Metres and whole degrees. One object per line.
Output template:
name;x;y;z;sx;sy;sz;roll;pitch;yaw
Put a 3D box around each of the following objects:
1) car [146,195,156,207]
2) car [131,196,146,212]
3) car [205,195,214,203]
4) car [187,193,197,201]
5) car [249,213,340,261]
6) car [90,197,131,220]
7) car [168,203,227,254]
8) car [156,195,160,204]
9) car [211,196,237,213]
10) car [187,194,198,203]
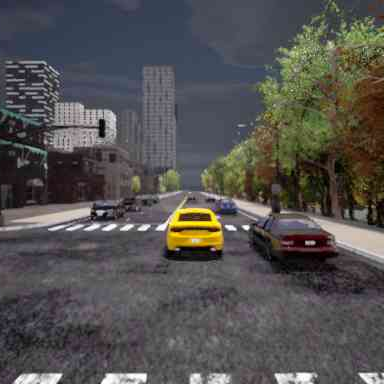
car;-6.492;1.292;45.660;1.994;1.385;4.181;0;0;0
car;-6.563;1.291;35.923;1.837;1.490;4.892;0;0;1
car;3.276;1.244;59.700;1.895;1.301;4.718;0;0;0
car;0.012;1.082;67.871;2.128;1.511;4.902;0;0;0
car;3.351;1.477;11.946;2.033;1.411;5.357;0;0;0
car;-6.602;1.335;26.449;2.128;1.511;4.902;0;0;1
car;0.104;1.400;13.192;1.882;1.535;5.008;0;0;0
car;-6.489;1.212;56.082;2.033;1.411;5.357;0;0;0
car;3.358;1.349;33.424;2.033;1.411;5.357;0;0;0
car;0.009;1.148;57.452;2.128;1.511;4.902;0;0;0
